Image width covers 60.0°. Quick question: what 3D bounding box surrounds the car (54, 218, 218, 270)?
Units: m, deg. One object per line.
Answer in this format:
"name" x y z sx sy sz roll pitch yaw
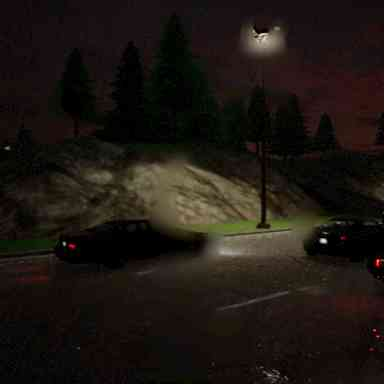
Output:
"car" -1.663 1.576 11.158 5.357 1.411 2.033 0 0 -35

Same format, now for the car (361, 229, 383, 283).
"car" 6.472 1.656 8.362 4.718 1.301 1.895 0 0 -35

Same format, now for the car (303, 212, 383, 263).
"car" 6.063 1.631 12.370 4.181 1.385 1.994 0 0 -35
